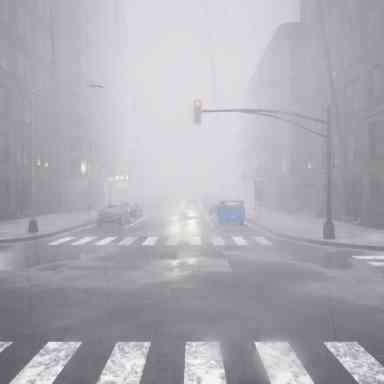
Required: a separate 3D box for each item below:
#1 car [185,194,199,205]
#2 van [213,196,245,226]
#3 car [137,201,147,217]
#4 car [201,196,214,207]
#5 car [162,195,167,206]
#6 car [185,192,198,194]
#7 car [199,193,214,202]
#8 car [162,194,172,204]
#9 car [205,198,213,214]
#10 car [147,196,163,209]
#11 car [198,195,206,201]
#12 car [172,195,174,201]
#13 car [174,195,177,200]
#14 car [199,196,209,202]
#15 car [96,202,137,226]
[{"bbox_3d":[0.093,1.512,57.276,1.812,1.442,4.674,0,0,0],"label":"car"},{"bbox_3d":[2.633,1.340,23.197,1.690,1.788,3.998,0,0,0],"label":"van"},{"bbox_3d":[-5.393,1.543,28.868,1.887,1.381,4.507,0,0,0],"label":"car"},{"bbox_3d":[2.629,1.576,45.922,1.802,1.307,4.206,0,0,0],"label":"car"},{"bbox_3d":[-5.397,1.556,51.596,1.947,1.339,4.313,0,0,0],"label":"car"},{"bbox_3d":[0.083,1.331,67.106,2.097,1.767,4.553,0,0,-2],"label":"car"},{"bbox_3d":[2.629,1.305,51.603,2.192,1.841,5.009,0,0,0],"label":"car"},{"bbox_3d":[-5.399,1.548,62.960,1.947,1.339,4.313,0,0,0],"label":"car"},{"bbox_3d":[2.631,1.580,34.559,1.802,1.307,4.206,0,0,0],"label":"car"},{"bbox_3d":[-5.396,1.520,45.744,1.752,1.417,4.829,0,0,0],"label":"car"},{"bbox_3d":[2.623,1.531,85.691,1.947,1.339,4.313,0,0,0],"label":"car"},{"bbox_3d":[-5.400,1.293,68.641,2.192,1.841,5.009,0,0,0],"label":"car"},{"bbox_3d":[-5.401,1.410,80.005,1.967,1.590,4.097,0,0,0],"label":"car"},{"bbox_3d":[2.625,1.524,74.328,2.008,1.369,4.403,0,0,0],"label":"car"},{"bbox_3d":[-5.392,1.550,23.187,2.008,1.369,4.403,0,0,0],"label":"car"}]
